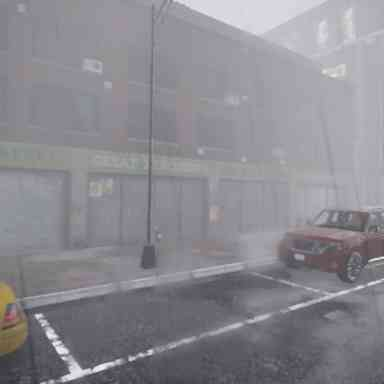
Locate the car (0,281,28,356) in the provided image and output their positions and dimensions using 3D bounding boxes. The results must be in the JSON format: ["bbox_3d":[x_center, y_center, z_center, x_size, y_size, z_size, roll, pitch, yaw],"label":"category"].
[{"bbox_3d":[-4.407,1.518,3.402,4.829,1.417,1.752,0,1,-35],"label":"car"}]

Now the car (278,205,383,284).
[{"bbox_3d":[4.804,1.356,9.964,5.009,1.841,2.192,0,1,-35],"label":"car"}]
